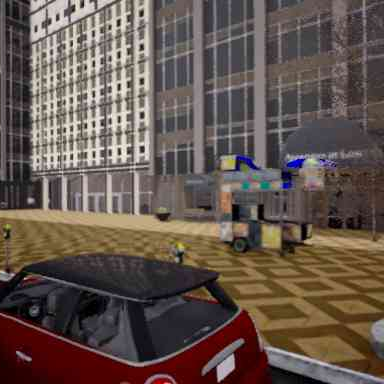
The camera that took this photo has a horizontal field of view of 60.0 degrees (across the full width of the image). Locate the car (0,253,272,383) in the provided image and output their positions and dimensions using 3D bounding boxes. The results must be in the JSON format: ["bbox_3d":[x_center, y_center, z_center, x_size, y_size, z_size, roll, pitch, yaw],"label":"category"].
[{"bbox_3d":[-1.308,1.443,3.813,4.097,1.590,1.967,0,0,35],"label":"car"}]
